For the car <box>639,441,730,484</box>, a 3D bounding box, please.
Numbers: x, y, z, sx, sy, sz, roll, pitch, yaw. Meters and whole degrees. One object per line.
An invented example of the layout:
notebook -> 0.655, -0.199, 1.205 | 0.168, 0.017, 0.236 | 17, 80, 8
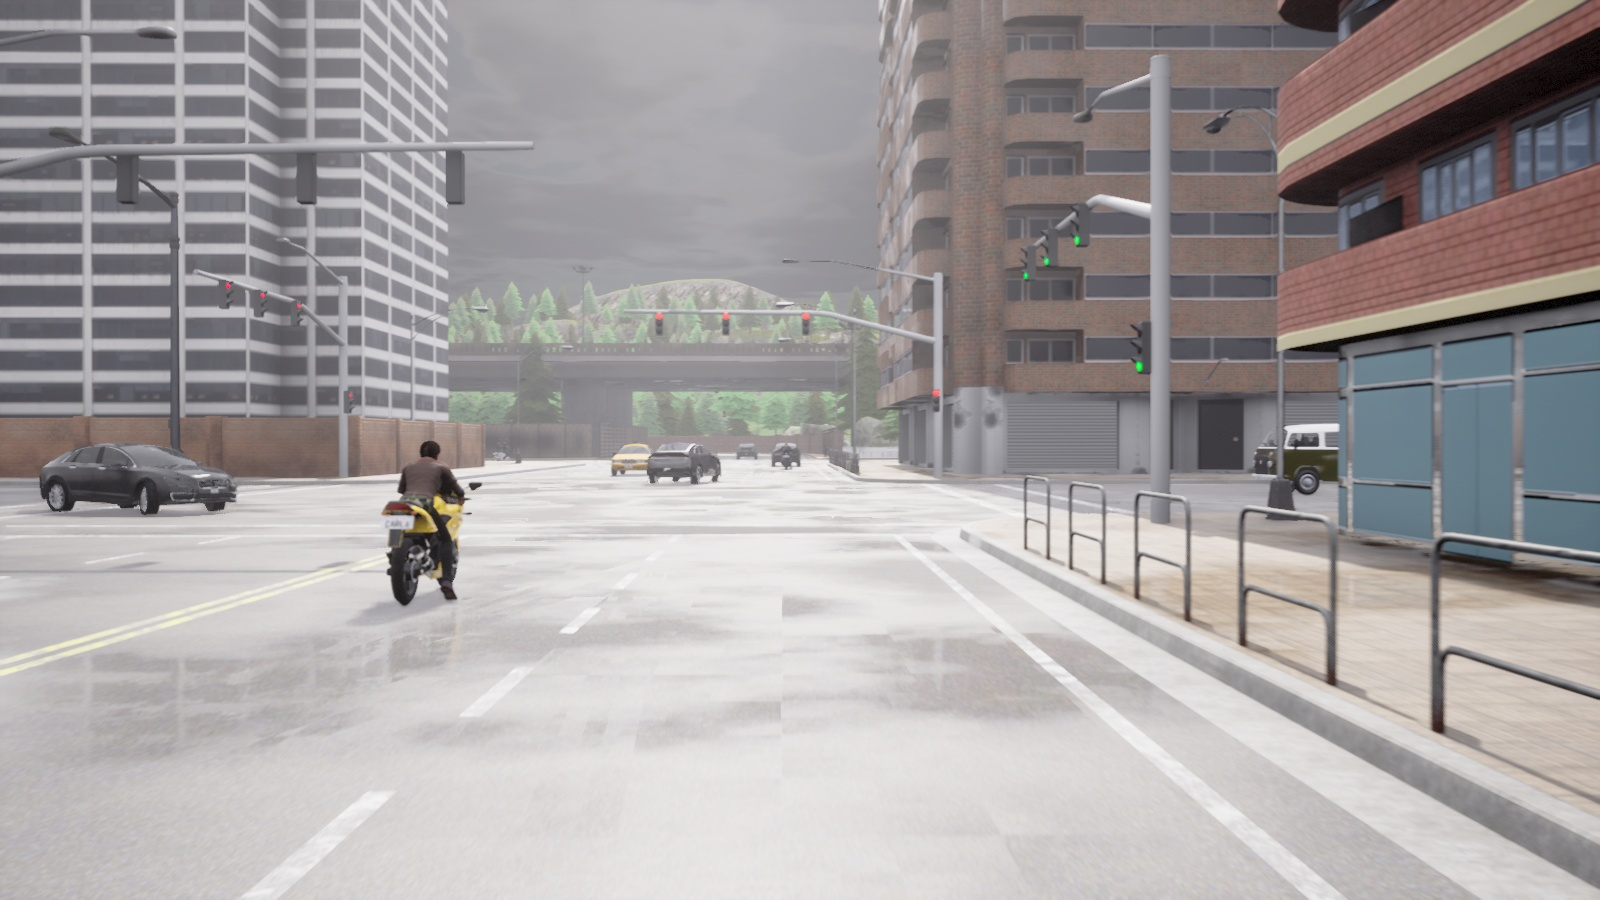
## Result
car -> -4.245, 0.436, 46.920 | 2.128, 1.511, 4.902 | 0, 0, 10

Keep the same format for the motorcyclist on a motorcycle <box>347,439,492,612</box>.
motorcyclist on a motorcycle -> -3.611, 0.658, 12.104 | 0.797, 1.523, 2.044 | 0, 0, -1

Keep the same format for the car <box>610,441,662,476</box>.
car -> -7.612, 0.351, 58.617 | 1.801, 1.575, 5.366 | 0, 0, -1

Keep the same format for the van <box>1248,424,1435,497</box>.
van -> 15.501, 0.275, 36.128 | 4.480, 2.038, 2.069 | 0, 0, 0

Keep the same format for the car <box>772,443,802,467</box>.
car -> -0.841, 0.300, 80.051 | 1.837, 1.490, 4.892 | 0, 0, -1

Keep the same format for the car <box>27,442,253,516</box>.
car -> -14.406, 0.589, 27.345 | 4.892, 1.490, 1.837 | 0, 0, 27
